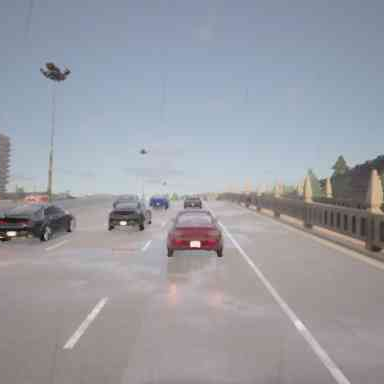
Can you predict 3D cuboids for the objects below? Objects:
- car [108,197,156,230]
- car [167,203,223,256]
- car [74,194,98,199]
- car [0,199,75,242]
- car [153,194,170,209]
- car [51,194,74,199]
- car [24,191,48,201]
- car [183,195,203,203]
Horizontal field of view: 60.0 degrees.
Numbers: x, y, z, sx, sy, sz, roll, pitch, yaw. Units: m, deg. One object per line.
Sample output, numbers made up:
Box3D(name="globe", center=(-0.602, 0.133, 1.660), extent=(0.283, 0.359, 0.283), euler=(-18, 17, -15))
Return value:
Box3D(name="car", center=(-3.400, 1.252, 18.861), extent=(1.837, 1.490, 4.892), euler=(0, 1, 0))
Box3D(name="car", center=(0.098, 1.361, 12.281), extent=(1.812, 1.442, 4.674), euler=(0, 1, 0))
Box3D(name="car", center=(-14.083, 0.986, 45.670), extent=(1.895, 1.301, 4.718), euler=(0, 1, 0))
Box3D(name="car", center=(-6.900, 1.303, 15.162), extent=(1.837, 1.490, 4.892), euler=(0, 1, 0))
Box3D(name="car", center=(-3.400, 0.995, 35.811), extent=(1.882, 1.535, 5.008), euler=(0, 1, 0))
Box3D(name="car", center=(-17.580, 0.949, 45.720), extent=(1.994, 1.385, 4.181), euler=(0, 1, 0))
Box3D(name="car", center=(-21.077, 0.737, 45.736), extent=(2.097, 1.767, 4.553), euler=(0, 1, 0))
Box3D(name="car", center=(0.100, 1.018, 35.161), extent=(2.128, 1.511, 4.902), euler=(0, 1, 0))
